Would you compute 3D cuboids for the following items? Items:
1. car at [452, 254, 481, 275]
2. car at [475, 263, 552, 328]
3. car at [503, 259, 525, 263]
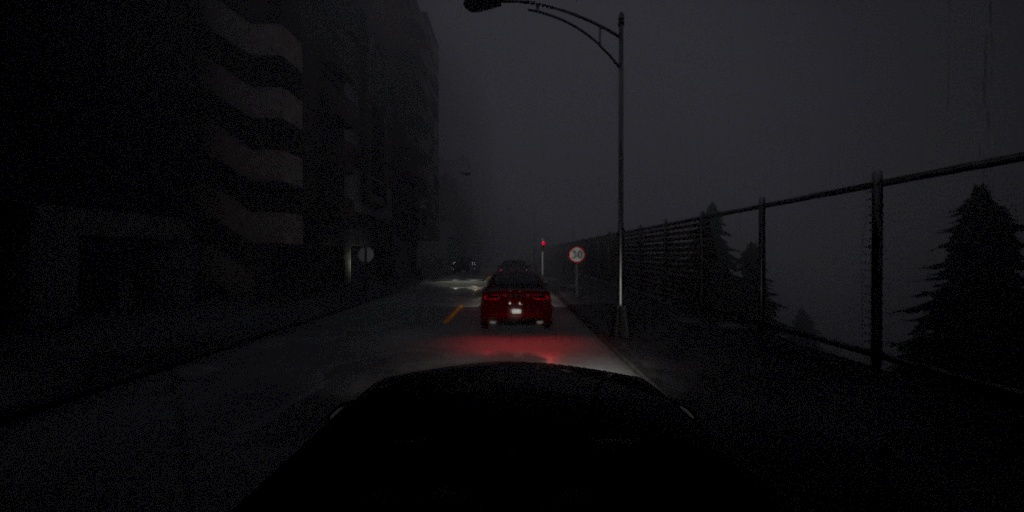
[{"bbox_3d":[-3.964,0.638,31.544,2.097,1.767,4.553,0,0,0],"label":"car"},{"bbox_3d":[0.110,1.169,11.158,1.882,1.535,5.008,0,0,0],"label":"car"},{"bbox_3d":[0.126,0.971,22.898,2.097,1.767,4.553,0,0,0],"label":"car"}]
